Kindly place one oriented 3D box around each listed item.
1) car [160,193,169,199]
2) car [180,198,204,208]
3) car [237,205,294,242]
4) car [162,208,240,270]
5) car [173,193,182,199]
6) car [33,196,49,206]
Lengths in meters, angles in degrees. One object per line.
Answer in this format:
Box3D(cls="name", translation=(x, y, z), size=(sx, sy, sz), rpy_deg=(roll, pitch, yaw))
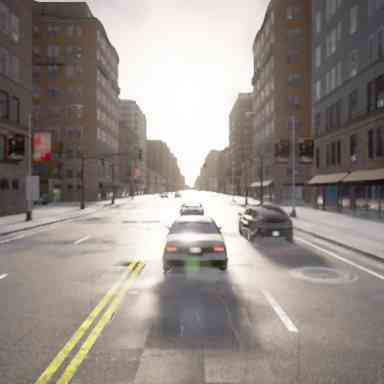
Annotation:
Box3D(cls="car", translation=(-6.710, 0.896, 81.355), size=(2.033, 1.411, 5.357), rpy_deg=(0, 0, 0))
Box3D(cls="car", translation=(0.016, 1.395, 26.409), size=(1.895, 1.301, 4.718), rpy_deg=(0, 0, 1))
Box3D(cls="car", translation=(3.313, 1.381, 15.600), size=(1.837, 1.490, 4.892), rpy_deg=(0, 0, 0))
Box3D(cls="car", translation=(0.076, 1.464, 10.737), size=(2.033, 1.411, 5.357), rpy_deg=(0, 0, 0))
Box3D(cls="car", translation=(-3.460, 0.878, 81.364), size=(1.812, 1.442, 4.674), rpy_deg=(0, 0, 0))
Box3D(cls="car", translation=(-22.243, 1.227, 46.553), size=(4.313, 1.339, 1.947), rpy_deg=(0, 0, 0))
